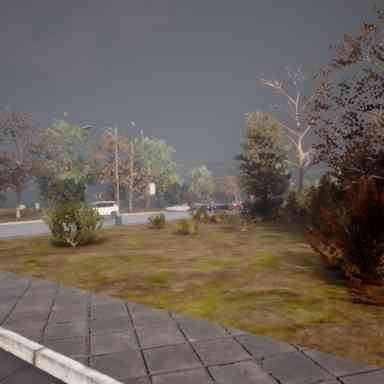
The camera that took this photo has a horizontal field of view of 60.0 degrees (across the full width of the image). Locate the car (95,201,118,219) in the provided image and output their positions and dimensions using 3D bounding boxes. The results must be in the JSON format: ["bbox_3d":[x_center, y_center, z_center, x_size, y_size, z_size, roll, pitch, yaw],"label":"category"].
[{"bbox_3d":[-10.580,2.079,36.594,2.150,2.045,5.566,-3,-1,33],"label":"car"}]

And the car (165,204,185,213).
[{"bbox_3d":[-2.459,2.739,55.963,1.895,1.301,4.718,-3,-2,33],"label":"car"}]

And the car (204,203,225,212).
[{"bbox_3d":[4.288,2.434,53.301,1.895,1.301,4.718,-3,-2,32],"label":"car"}]

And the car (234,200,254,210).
[{"bbox_3d":[9.732,2.404,61.890,1.882,1.535,5.008,-3,-2,33],"label":"car"}]

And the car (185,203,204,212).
[{"bbox_3d":[1.507,2.546,55.673,2.033,1.411,5.357,-3,-2,32],"label":"car"}]

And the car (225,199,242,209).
[{"bbox_3d":[7.594,2.036,52.009,2.097,1.767,4.553,-3,-2,32],"label":"car"}]

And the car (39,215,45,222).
[{"bbox_3d":[-14.479,2.501,36.975,2.128,1.511,4.902,-3,-2,33],"label":"car"}]
